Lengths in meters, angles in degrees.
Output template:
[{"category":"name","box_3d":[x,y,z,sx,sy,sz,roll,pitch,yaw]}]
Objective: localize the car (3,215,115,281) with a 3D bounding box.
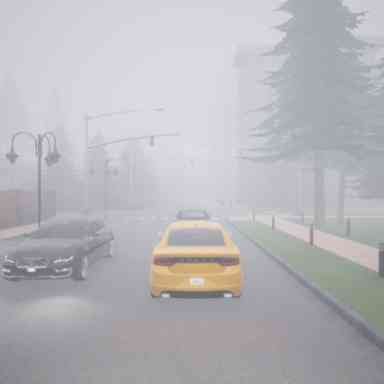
[{"category":"car","box_3d":[-3.610,1.503,9.904,1.837,1.490,4.892,0,0,0]}]

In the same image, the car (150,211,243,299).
[{"category":"car","box_3d":[0.084,1.475,8.529,1.882,1.535,5.008,0,0,0]}]
